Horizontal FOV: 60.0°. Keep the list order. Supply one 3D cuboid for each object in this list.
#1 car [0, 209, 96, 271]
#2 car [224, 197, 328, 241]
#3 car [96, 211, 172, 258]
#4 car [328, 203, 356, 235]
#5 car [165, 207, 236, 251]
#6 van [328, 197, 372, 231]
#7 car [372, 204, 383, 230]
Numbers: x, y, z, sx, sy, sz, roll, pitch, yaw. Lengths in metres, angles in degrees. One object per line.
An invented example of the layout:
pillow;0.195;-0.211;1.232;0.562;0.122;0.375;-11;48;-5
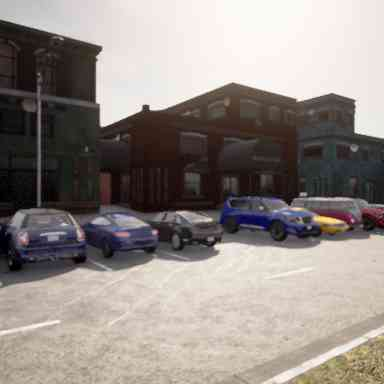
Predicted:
car;-5.199;1.344;11.262;2.185;1.767;4.553;1;0;-35
car;3.854;1.305;17.715;2.435;2.045;5.566;1;0;-35
car;-2.953;1.529;12.897;2.002;1.452;4.674;0;0;-35
car;6.206;1.579;19.198;1.946;1.575;5.366;1;0;-35
car;-0.687;1.512;14.507;2.231;1.521;4.892;1;0;-35
van;8.432;1.382;20.868;1.878;1.987;4.442;1;0;-35
car;10.642;1.383;22.551;2.435;2.045;5.566;1;0;-35
